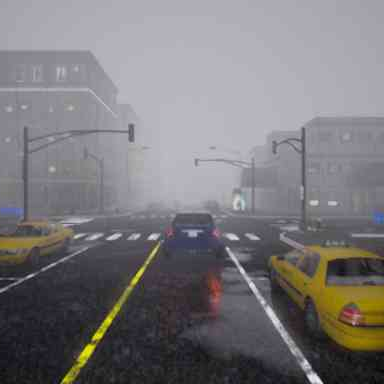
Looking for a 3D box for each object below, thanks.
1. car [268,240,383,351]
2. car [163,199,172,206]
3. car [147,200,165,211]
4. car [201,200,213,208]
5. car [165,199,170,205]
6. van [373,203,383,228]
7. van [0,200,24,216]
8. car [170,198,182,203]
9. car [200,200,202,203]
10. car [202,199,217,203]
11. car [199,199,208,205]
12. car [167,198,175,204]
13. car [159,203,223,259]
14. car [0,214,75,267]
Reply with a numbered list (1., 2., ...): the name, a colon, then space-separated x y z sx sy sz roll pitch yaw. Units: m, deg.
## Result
1. car: 2.683 1.594 6.501 1.752 1.417 4.829 0 -1 0
2. car: -5.716 2.403 78.491 1.752 1.417 4.829 0 -1 0
3. car: -5.709 2.096 50.179 2.008 1.369 4.403 0 -1 0
4. car: 2.669 2.228 61.587 2.008 1.369 4.403 0 -1 0
5. car: -5.711 2.228 61.572 2.008 1.369 4.403 0 -1 0
6. van: 14.652 1.648 22.797 3.998 1.788 1.690 0 0 0
7. van: -17.772 1.610 30.930 3.998 1.788 1.690 0 0 0
8. car: -3.021 2.274 65.966 2.033 1.411 5.357 0 -1 0
9. car: 2.671 2.193 55.890 1.802 1.307 4.206 0 -1 0
10. car: 2.673 1.920 44.498 1.967 1.590 4.097 0 -1 0
11. car: 2.665 2.430 78.675 2.008 1.369 4.403 -1 -1 0
12. car: -5.720 2.459 90.054 1.967 1.590 4.097 -1 -1 0
13. car: 0.145 1.493 13.404 2.097 1.767 4.553 0 -1 3
14. car: -5.699 1.651 11.860 1.752 1.417 4.829 0 -1 0
